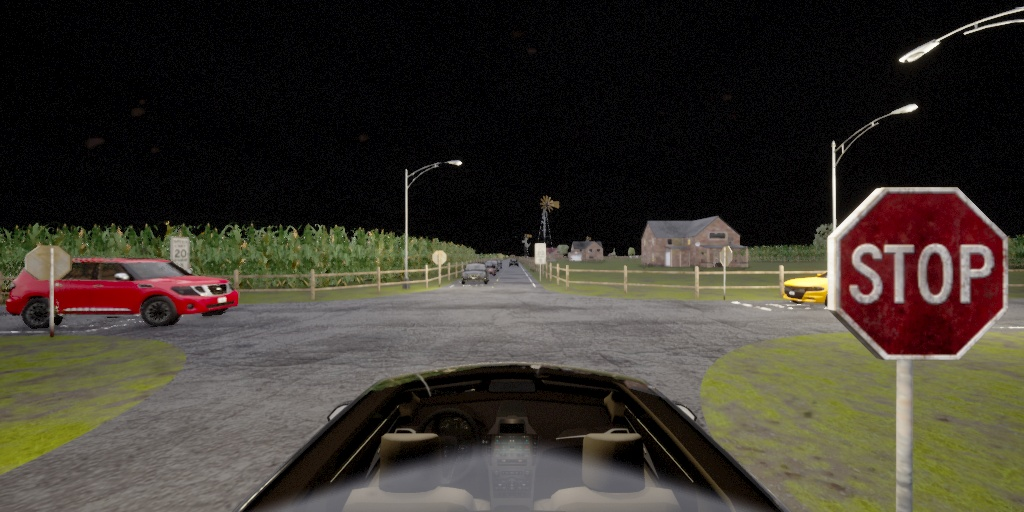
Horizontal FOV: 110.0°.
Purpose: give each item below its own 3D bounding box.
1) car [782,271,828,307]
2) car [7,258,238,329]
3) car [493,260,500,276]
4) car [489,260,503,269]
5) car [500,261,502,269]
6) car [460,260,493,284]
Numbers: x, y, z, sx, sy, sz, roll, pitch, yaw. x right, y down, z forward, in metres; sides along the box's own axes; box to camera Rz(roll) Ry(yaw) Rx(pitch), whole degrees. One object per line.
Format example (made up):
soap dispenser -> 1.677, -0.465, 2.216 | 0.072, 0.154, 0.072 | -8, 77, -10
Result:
car -> 13.037, 1.107, 13.504 | 5.008, 1.535, 1.882 | -1, 0, 0
car -> -11.984, 1.064, 11.298 | 5.566, 2.045, 2.150 | 0, 0, -2
car -> -2.627, 1.333, 36.826 | 1.994, 1.385, 4.181 | 0, 0, 1
car -> -2.462, 1.339, 57.073 | 2.033, 1.411, 5.357 | 0, 0, 1
car -> -2.583, 1.284, 46.845 | 1.837, 1.490, 4.892 | 0, 0, 0
car -> -2.665, 1.265, 26.869 | 1.837, 1.490, 4.892 | 0, 0, -1
